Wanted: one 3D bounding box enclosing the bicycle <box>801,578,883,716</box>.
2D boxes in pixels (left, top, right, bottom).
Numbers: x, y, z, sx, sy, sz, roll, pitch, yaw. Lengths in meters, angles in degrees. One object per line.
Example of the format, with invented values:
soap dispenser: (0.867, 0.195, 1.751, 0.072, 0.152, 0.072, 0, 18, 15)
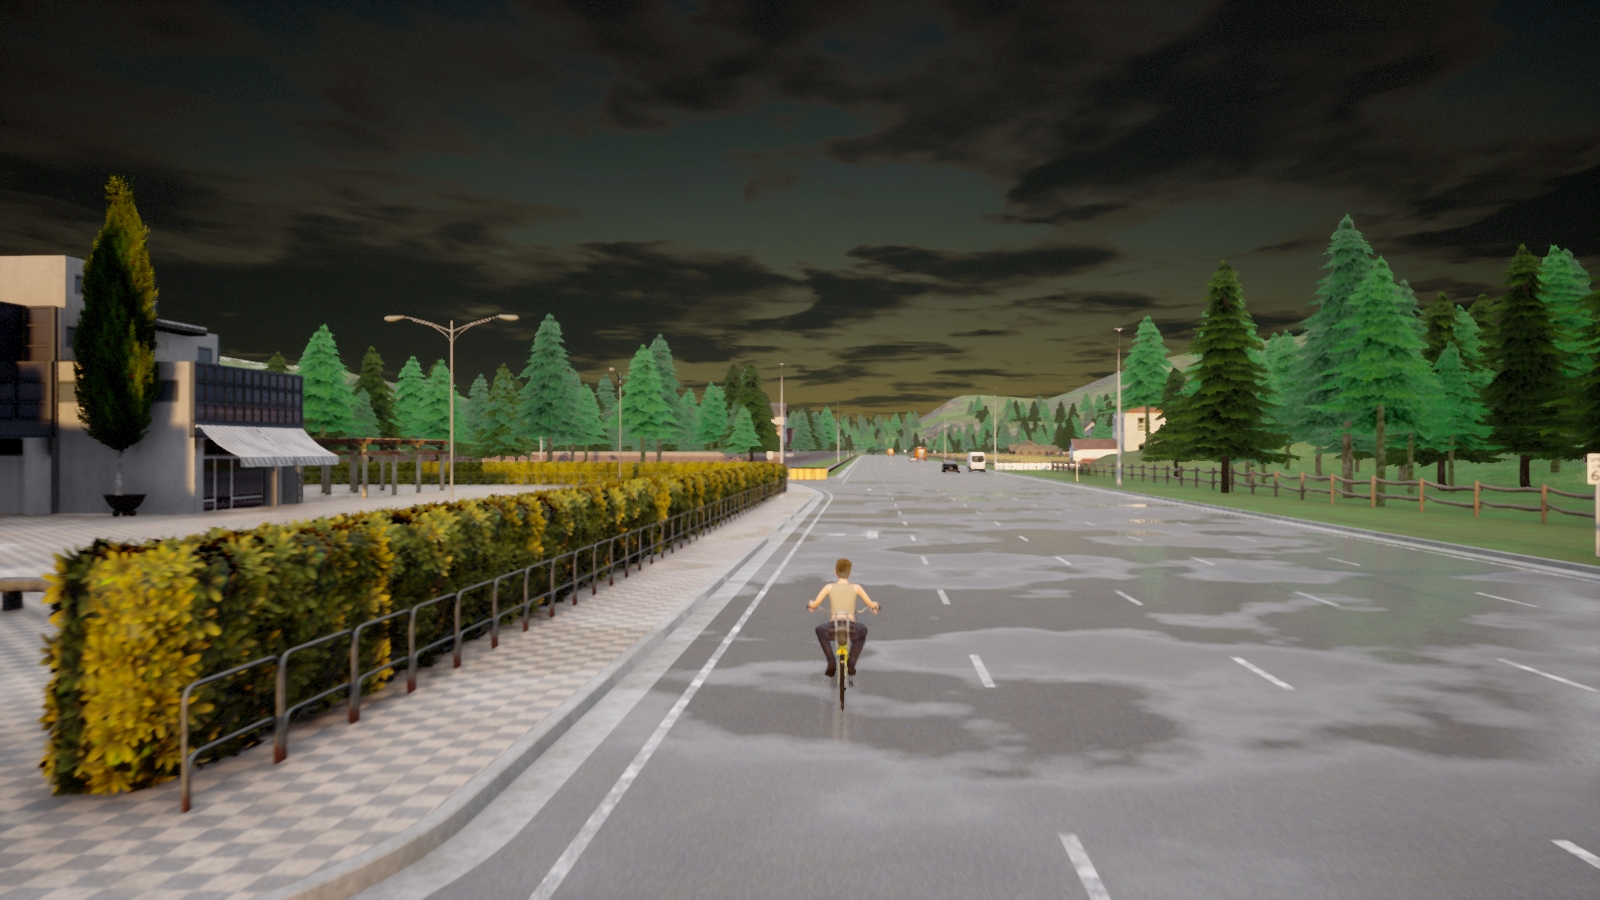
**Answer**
bicycle: (0.481, 2.159, 12.762, 0.859, 1.276, 1.487, 0, 0, 3)
